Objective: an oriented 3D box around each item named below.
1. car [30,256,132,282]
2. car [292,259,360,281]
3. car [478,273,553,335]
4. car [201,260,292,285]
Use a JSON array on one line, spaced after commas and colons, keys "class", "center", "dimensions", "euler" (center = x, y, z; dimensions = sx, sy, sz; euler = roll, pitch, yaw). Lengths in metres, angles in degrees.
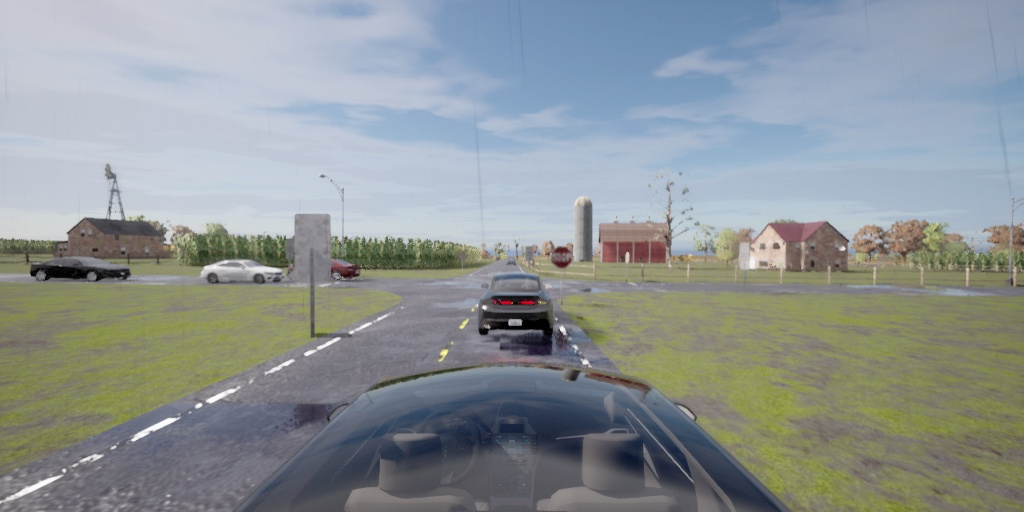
[{"class": "car", "center": [-27.343, 0.802, 22.848], "dimensions": [5.008, 1.535, 1.882], "euler": [1, 1, -1]}, {"class": "car", "center": [-13.591, 0.965, 25.834], "dimensions": [5.008, 1.535, 1.882], "euler": [1, 0, 2]}, {"class": "car", "center": [0.129, 1.227, 10.378], "dimensions": [1.837, 1.490, 4.892], "euler": [0, 0, 1]}, {"class": "car", "center": [-17.117, 1.002, 22.904], "dimensions": [4.674, 1.442, 1.812], "euler": [1, 1, 0]}]
